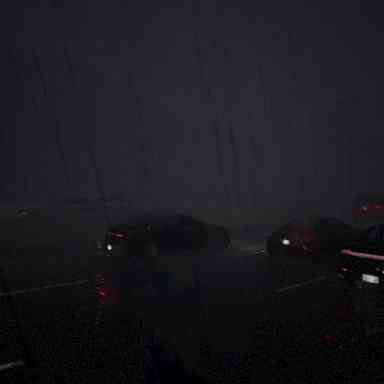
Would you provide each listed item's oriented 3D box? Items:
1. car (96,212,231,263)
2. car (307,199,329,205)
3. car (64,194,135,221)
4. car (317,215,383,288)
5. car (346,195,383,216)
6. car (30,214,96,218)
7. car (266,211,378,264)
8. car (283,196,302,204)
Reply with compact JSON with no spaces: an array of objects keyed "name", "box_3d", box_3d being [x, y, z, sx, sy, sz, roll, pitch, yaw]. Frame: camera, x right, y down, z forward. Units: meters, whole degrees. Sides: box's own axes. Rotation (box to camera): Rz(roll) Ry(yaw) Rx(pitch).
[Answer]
[{"name":"car","box_3d":[-0.724,1.512,12.109,4.892,1.490,1.837,0,0,-37]},{"name":"car","box_3d":[20.476,1.530,52.976,2.033,1.411,5.357,0,0,39]},{"name":"car","box_3d":[-7.919,1.249,28.972,5.566,2.045,2.150,0,0,-39]},{"name":"car","box_3d":[5.402,1.485,8.034,4.902,1.511,2.128,0,0,-38]},{"name":"car","box_3d":[13.764,1.205,24.568,5.566,2.045,2.150,0,0,-44]},{"name":"car","box_3d":[-7.171,1.549,20.646,4.674,1.442,1.812,0,0,-38]},{"name":"car","box_3d":[4.560,1.561,11.843,4.181,1.385,1.994,0,0,-39]},{"name":"car","box_3d":[18.846,1.551,62.322,1.994,1.385,4.181,0,0,37]}]
